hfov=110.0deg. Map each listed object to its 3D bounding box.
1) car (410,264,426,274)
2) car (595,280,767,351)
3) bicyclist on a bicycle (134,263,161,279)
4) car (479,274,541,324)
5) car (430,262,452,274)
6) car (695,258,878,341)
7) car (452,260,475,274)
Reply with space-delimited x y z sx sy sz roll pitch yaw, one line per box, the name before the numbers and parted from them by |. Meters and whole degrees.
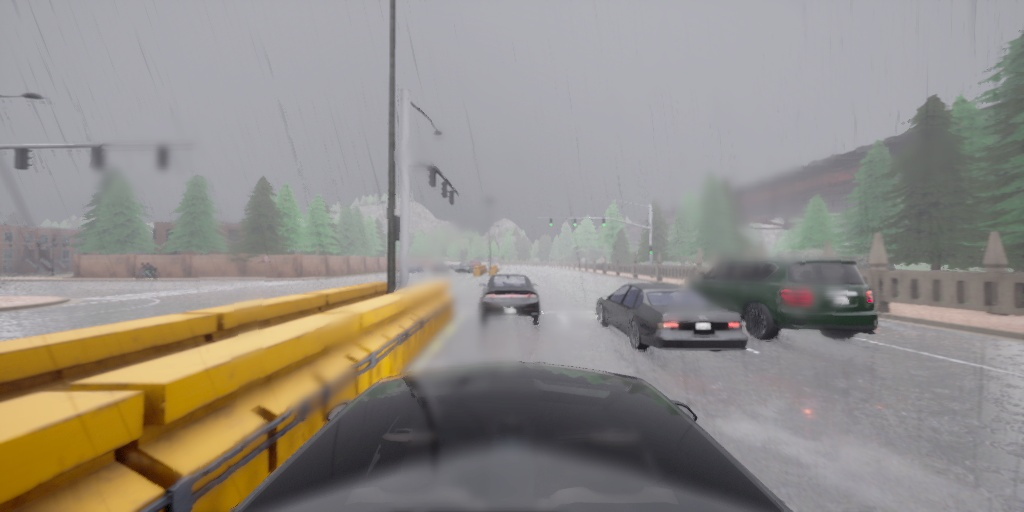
car | -14.044 1.919 53.024 1.812 1.442 4.674 0 -1 0
car | 3.588 1.392 9.224 2.033 1.411 5.357 0 -1 0
bicyclist on a bicycle | -35.440 1.466 35.091 1.656 1.620 0.582 0 -1 -30
car | -0.130 1.379 12.525 2.128 1.511 4.902 0 -1 -3
car | -10.546 1.740 52.602 2.097 1.767 4.553 0 -1 0
car | 7.089 1.082 10.377 2.150 2.045 5.566 0 -1 0
car | -7.046 1.741 52.600 2.097 1.767 4.553 0 -1 0
